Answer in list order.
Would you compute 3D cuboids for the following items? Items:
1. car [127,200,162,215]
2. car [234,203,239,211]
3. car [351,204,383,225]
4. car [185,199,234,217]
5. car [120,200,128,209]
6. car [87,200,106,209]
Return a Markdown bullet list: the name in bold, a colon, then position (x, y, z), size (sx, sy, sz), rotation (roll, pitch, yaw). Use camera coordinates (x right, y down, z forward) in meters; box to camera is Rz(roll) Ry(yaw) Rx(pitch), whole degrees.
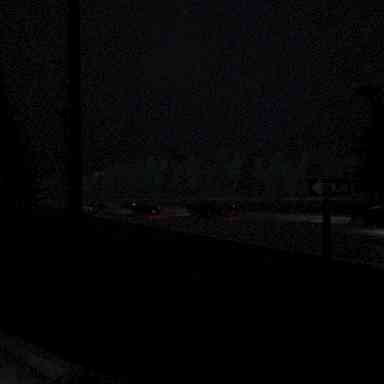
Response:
- **car**: position (-5.306, 1.831, 37.825), size (1.895, 1.301, 4.718), rotation (0, 0, -32)
- **car**: position (4.066, 1.734, 42.651), size (1.994, 1.385, 4.181), rotation (0, 0, -32)
- **car**: position (13.025, 1.480, 21.892), size (2.128, 1.511, 4.902), rotation (0, 0, -32)
- **car**: position (1.630, 1.625, 33.394), size (1.882, 1.535, 5.008), rotation (0, 0, -32)
- **car**: position (-9.224, 1.875, 50.594), size (2.033, 1.411, 5.357), rotation (0, 0, -32)
- **car**: position (-15.535, 1.965, 54.038), size (1.994, 1.385, 4.181), rotation (0, 0, -32)
